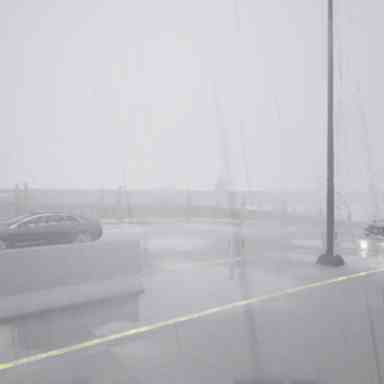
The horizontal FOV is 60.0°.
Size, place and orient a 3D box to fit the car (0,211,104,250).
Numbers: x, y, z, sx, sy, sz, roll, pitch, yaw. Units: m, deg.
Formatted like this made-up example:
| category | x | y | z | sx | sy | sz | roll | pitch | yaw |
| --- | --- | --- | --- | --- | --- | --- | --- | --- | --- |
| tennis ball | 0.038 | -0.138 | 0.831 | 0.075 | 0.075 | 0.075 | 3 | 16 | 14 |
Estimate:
| category | x | y | z | sx | sy | sz | roll | pitch | yaw |
| --- | --- | --- | --- | --- | --- | --- | --- | --- | --- |
| car | -5.865 | 1.489 | 12.707 | 4.902 | 1.511 | 2.128 | 0 | 0 | -36 |

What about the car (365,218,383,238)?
| category | x | y | z | sx | sy | sz | roll | pitch | yaw |
| --- | --- | --- | --- | --- | --- | --- | --- | --- | --- |
| car | 13.527 | 2.398 | 22.243 | 5.008 | 1.535 | 1.882 | 6 | -4 | -35 |
